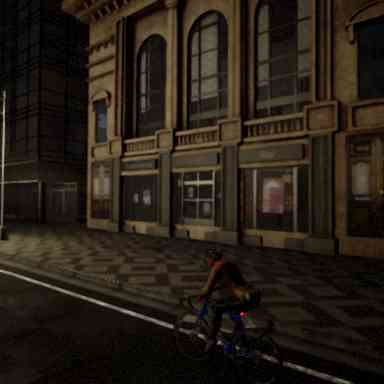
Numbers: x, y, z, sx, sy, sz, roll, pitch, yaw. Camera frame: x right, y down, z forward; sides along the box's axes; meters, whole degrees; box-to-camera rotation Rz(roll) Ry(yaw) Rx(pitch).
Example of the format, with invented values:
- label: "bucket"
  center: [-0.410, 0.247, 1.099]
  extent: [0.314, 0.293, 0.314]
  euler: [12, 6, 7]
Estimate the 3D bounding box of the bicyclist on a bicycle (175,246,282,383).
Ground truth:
- label: "bicyclist on a bicycle"
  center: [0.404, 1.559, 4.367]
  extent: [1.656, 1.620, 0.582]
  euler: [-1, -2, 38]
